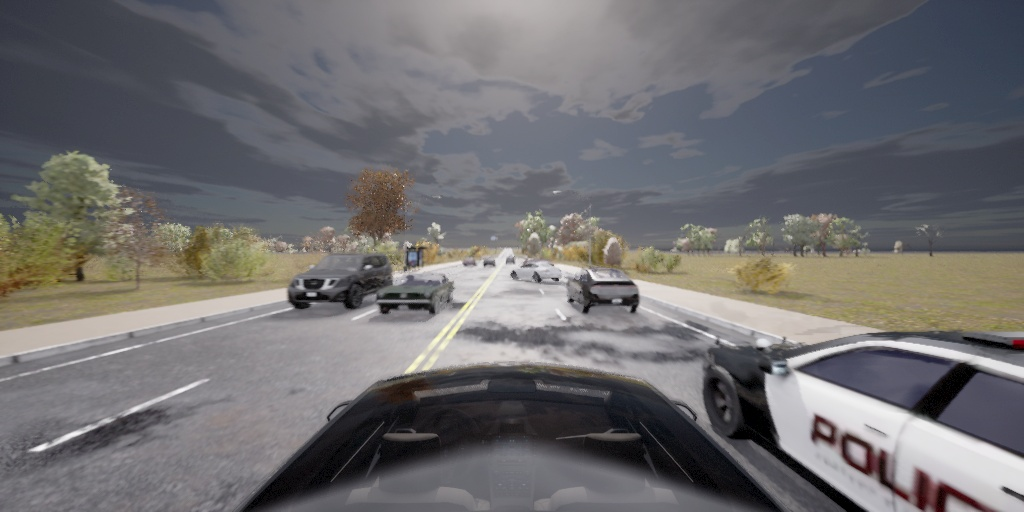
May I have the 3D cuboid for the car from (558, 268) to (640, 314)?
[{"bbox_3d":[3.236,1.177,13.504,2.128,1.511,4.902,0,0,0],"label":"car"}]

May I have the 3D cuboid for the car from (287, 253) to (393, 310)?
[{"bbox_3d":[-6.616,0.902,14.635,2.150,2.045,5.566,0,0,0],"label":"car"}]

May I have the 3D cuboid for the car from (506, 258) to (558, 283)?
[{"bbox_3d":[1.744,1.135,26.599,1.812,1.442,4.674,0,0,-33],"label":"car"}]

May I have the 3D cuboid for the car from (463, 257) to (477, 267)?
[{"bbox_3d":[-6.764,0.940,57.688,1.812,1.442,4.674,0,0,0],"label":"car"}]

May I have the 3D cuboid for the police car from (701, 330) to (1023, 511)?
[{"bbox_3d":[3.251,1.250,2.494,2.038,1.542,4.974,0,0,0],"label":"police car"}]

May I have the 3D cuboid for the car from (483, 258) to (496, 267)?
[{"bbox_3d":[-3.507,0.968,56.633,2.033,1.411,5.357,0,0,0],"label":"car"}]

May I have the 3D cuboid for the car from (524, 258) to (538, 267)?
[{"bbox_3d":[3.018,0.977,57.520,1.994,1.385,4.181,0,0,0],"label":"car"}]

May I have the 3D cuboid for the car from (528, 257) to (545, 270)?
[{"bbox_3d":[3.077,0.941,46.709,1.801,1.575,5.366,0,0,0],"label":"car"}]

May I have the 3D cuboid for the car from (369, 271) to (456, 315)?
[{"bbox_3d":[-3.362,1.288,13.330,1.895,1.301,4.718,0,0,0],"label":"car"}]
